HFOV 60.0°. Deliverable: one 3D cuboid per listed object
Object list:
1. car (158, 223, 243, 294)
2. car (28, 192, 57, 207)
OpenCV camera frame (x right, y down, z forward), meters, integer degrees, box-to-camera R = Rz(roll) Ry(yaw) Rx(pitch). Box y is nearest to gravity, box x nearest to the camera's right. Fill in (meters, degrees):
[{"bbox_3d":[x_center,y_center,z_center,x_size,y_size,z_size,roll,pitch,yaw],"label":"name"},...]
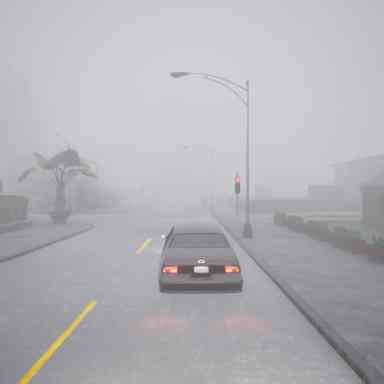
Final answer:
[{"bbox_3d":[0.111,1.547,8.948,2.033,1.411,5.357,0,0,-2],"label":"car"},{"bbox_3d":[-19.770,0.985,43.858,1.905,1.878,3.866,0,0,35],"label":"car"}]
